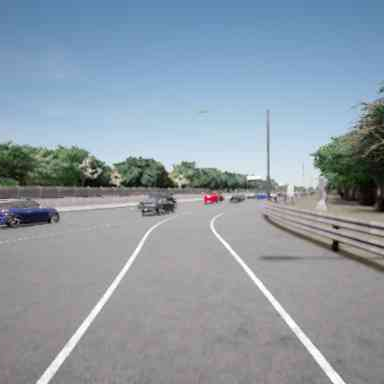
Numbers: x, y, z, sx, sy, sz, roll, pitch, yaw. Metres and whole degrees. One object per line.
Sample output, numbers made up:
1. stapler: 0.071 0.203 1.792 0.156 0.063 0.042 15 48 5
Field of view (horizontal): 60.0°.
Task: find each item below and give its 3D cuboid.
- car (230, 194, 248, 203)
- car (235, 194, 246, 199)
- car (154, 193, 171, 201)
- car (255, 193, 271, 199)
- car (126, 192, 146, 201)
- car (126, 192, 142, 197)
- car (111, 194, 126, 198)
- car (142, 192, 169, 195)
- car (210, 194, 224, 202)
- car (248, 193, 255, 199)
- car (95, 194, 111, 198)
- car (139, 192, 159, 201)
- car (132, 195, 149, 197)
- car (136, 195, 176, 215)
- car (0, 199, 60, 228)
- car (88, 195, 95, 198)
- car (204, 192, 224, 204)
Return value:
1. car: 8.145 1.222 59.336 1.837 1.490 4.892 0 0 22
2. car: 13.207 1.187 90.746 1.994 1.385 4.181 0 0 22
3. car: -6.924 1.173 78.145 2.097 1.767 4.553 0 0 22
4. car: 17.836 1.078 83.469 1.882 1.535 5.008 0 0 22
5. car: -13.576 1.097 80.368 2.150 2.045 5.566 0 0 22
6. car: -9.610 1.343 62.159 1.882 1.535 5.008 0 0 23
7. car: -12.855 1.417 63.448 1.812 1.442 4.674 0 0 23
8. car: -4.331 1.063 47.189 2.150 2.045 5.566 0 0 22
9. car: 5.386 1.245 71.229 1.812 1.442 4.674 0 0 22
10. car: 15.713 1.211 87.586 1.895 1.301 4.718 0 0 22
11. car: -16.092 1.272 64.765 2.097 1.767 4.553 0 0 22
12. car: -10.202 1.070 79.378 2.150 2.045 5.566 0 0 22
13. car: -4.492 1.384 37.484 1.812 1.442 4.674 0 0 22
14. car: -3.122 1.347 31.550 2.128 1.511 4.902 0 0 22
15. car: -10.899 1.289 21.709 2.097 1.767 4.553 0 0 22
16. car: -19.472 1.447 65.718 1.837 1.490 4.892 0 0 22
17. car: 3.798 0.976 57.914 2.150 2.045 5.566 0 0 22
